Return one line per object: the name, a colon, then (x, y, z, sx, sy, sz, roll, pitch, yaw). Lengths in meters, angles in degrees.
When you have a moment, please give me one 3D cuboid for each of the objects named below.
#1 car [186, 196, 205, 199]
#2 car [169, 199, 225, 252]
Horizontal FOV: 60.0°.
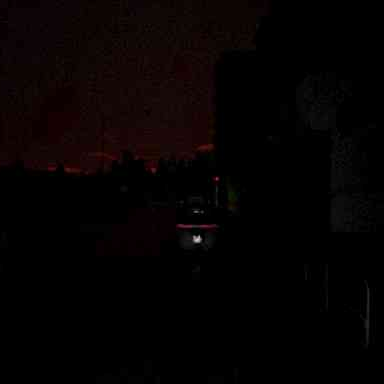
car: (0.247, 1.030, 23.802, 1.837, 1.490, 4.892, 0, 1, 0)
car: (0.177, 1.236, 12.744, 2.128, 1.511, 4.902, 0, 1, 0)
